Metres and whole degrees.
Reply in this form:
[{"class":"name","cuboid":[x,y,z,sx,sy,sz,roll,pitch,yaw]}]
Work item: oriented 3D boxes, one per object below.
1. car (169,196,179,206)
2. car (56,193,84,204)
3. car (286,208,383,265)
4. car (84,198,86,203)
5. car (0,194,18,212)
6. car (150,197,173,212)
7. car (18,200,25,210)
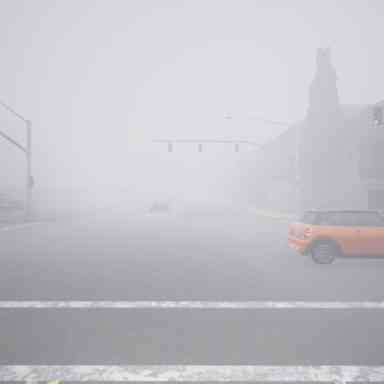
[{"class":"car","cuboid":[-3.126,1.441,54.870,2.128,1.511,4.902,0,0,2]},{"class":"car","cuboid":[-21.298,1.105,57.529,3.866,1.878,1.905,0,0,0]},{"class":"car","cuboid":[5.604,1.339,11.131,4.553,1.767,2.097,0,0,-1]},{"class":"car","cuboid":[-21.279,1.341,60.425,3.806,1.475,1.970,0,0,0]},{"class":"car","cuboid":[-21.382,1.122,35.012,4.605,1.855,1.932,0,0,0]},{"class":"car","cuboid":[-3.594,1.567,37.970,1.895,1.301,4.718,0,0,1]},{"class":"car","cuboid":[-21.319,1.122,37.906,3.866,1.878,1.905,0,0,0]}]
